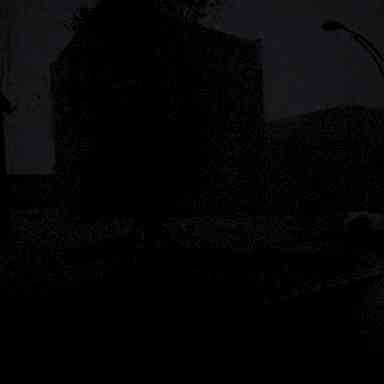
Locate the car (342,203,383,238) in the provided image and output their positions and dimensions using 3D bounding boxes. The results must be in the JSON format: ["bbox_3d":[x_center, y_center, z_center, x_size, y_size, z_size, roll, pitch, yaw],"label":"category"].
[{"bbox_3d":[10.415,1.396,16.462,2.435,2.045,5.566,1,0,-35],"label":"car"}]
